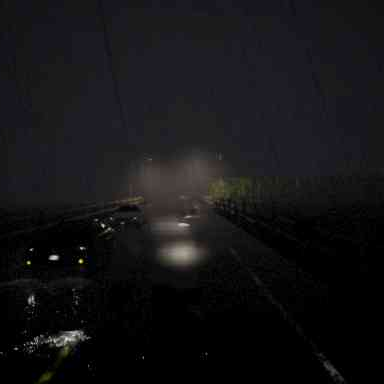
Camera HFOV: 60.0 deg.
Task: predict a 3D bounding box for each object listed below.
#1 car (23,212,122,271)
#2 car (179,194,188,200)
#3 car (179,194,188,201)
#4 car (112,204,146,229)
[{"bbox_3d":[-3.834,1.605,11.106,1.994,1.385,4.181,-1,0,-2],"label":"car"},{"bbox_3d":[-2.203,1.226,86.538,2.128,1.511,4.902,-1,0,-1],"label":"car"},{"bbox_3d":[-1.943,1.156,76.474,2.097,1.767,4.553,-1,0,-1],"label":"car"},{"bbox_3d":[-4.099,1.534,21.708,1.812,1.442,4.674,-1,0,-1],"label":"car"}]
